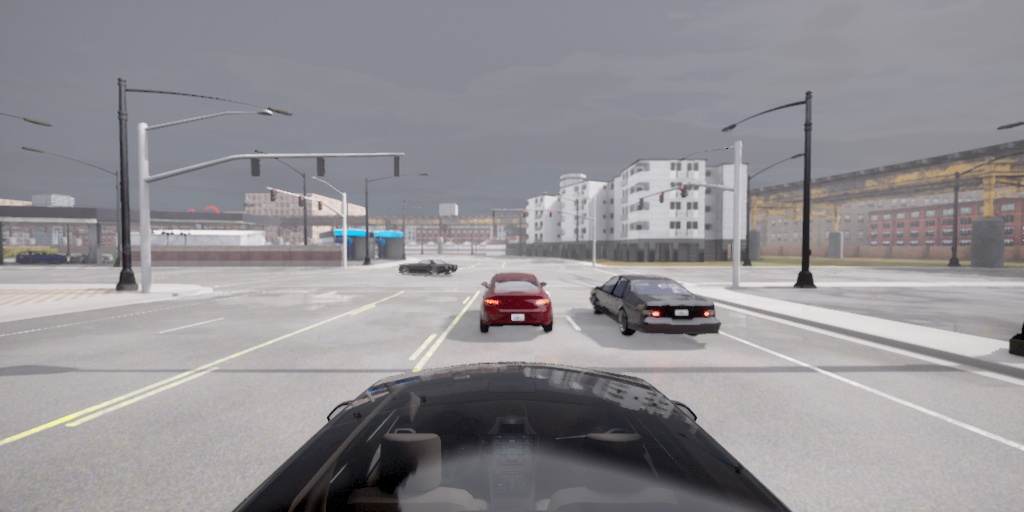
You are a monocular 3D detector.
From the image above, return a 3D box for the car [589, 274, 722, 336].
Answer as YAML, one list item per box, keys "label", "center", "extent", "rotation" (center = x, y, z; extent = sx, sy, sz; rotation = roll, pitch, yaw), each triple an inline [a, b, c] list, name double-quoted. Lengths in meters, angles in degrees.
- label: "car"
  center: [3.584, 1.216, 10.093]
  extent: [2.033, 1.411, 5.357]
  rotation: [0, 1, 0]

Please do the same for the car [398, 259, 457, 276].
- label: "car"
  center: [-6.923, 0.913, 29.212]
  extent: [4.718, 1.301, 1.895]
  rotation: [1, 1, 24]

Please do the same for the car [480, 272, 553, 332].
- label: "car"
  center: [0.073, 1.188, 10.378]
  extent: [1.812, 1.442, 4.674]
  rotation: [0, 1, -1]
